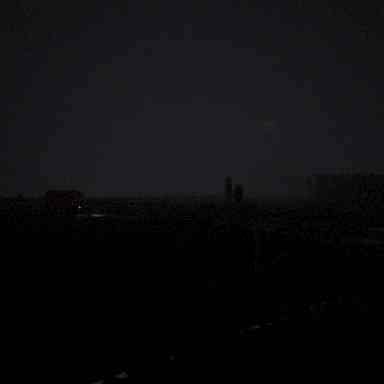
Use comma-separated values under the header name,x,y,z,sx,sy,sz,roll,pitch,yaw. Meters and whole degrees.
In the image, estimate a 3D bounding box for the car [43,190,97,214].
name,x,y,z,sx,sy,sz,roll,pitch,yaw
car,-11.051,0.848,29.937,5.566,2.045,2.150,0,1,32
